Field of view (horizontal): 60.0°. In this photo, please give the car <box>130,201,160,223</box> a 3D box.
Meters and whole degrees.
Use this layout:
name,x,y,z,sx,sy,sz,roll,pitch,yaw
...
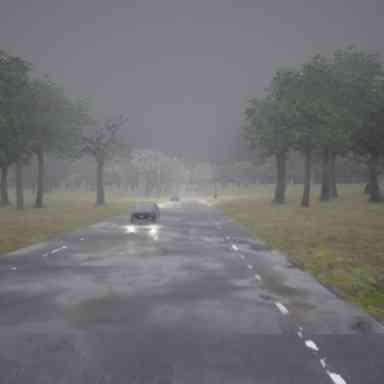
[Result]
name,x,y,z,sx,sy,sz,roll,pitch,yaw
car,-3.595,1.489,26.174,1.882,1.535,5.008,0,0,0

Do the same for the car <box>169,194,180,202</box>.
name,x,y,z,sx,sy,sz,roll,pitch,yaw
car,-3.494,1.247,67.611,1.837,1.490,4.892,0,1,0

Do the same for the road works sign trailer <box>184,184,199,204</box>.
name,x,y,z,sx,sy,sz,roll,pitch,yaw
road works sign trailer,0.008,0.294,60.050,2.380,3.560,2.880,0,1,0
